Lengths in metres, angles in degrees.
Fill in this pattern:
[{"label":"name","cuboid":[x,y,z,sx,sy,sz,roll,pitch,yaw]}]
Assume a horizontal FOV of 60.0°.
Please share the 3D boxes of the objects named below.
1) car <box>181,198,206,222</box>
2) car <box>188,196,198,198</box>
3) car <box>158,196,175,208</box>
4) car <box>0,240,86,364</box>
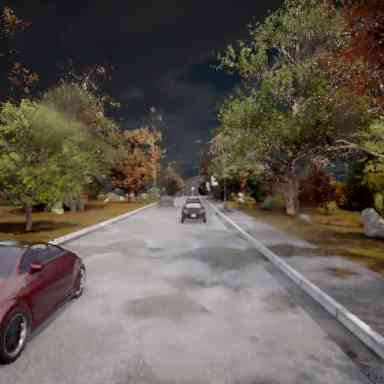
[{"label":"car","cuboid":[0.109,1.451,25.427,1.812,1.442,4.674,0,1,0]},{"label":"car","cuboid":[0.117,1.253,43.702,2.128,1.511,4.902,0,1,0]},{"label":"car","cuboid":[-3.315,1.266,43.697,1.837,1.490,4.892,0,0,0]},{"label":"car","cuboid":[-3.335,1.566,5.700,1.994,1.385,4.181,0,0,0]}]
